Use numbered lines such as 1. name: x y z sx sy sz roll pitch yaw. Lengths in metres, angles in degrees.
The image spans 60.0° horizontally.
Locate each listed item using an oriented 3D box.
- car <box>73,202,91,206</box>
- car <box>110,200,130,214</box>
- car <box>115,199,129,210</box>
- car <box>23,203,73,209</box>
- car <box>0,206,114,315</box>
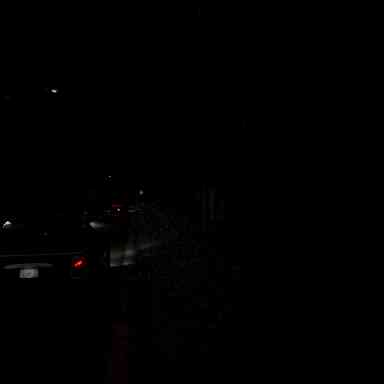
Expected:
1. car: -9.446 1.599 27.864 1.882 1.535 5.008 0 0 -10
2. car: -8.258 1.647 37.995 1.837 1.490 4.892 0 0 -9
3. car: -10.089 1.790 48.303 1.895 1.301 4.718 0 0 -10
4. car: -7.428 1.429 16.159 2.097 1.767 4.553 0 0 -10
5. car: -3.068 1.379 7.621 2.097 1.767 4.553 0 0 -10
